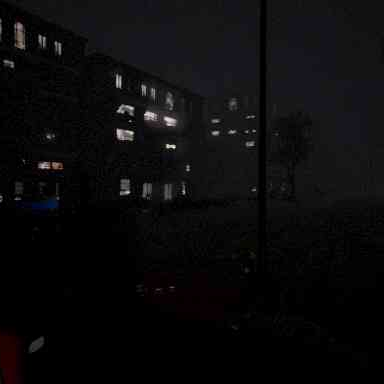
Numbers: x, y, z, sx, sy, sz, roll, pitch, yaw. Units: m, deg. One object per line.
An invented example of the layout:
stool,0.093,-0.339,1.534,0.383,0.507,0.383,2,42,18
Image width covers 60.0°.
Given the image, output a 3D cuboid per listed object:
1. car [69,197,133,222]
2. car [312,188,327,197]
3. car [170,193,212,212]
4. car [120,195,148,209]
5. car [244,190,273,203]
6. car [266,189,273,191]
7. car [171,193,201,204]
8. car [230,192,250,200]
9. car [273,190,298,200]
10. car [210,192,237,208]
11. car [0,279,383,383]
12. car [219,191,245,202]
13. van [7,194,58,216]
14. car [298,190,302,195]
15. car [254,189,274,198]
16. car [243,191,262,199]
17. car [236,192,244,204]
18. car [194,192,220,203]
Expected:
car,-6.664,1.329,23.749,1.947,1.339,4.313,2,2,35
car,29.070,0.009,75.595,2.150,2.045,5.566,1,1,35
car,-0.300,1.132,32.887,1.887,1.381,4.507,2,2,35
car,-6.656,1.061,33.909,1.882,1.535,5.008,1,1,35
car,9.248,0.876,46.598,2.008,1.369,4.403,2,2,35
car,15.655,0.424,60.361,2.097,1.767,4.553,1,1,36
car,-0.811,0.910,46.817,1.947,1.339,4.313,2,2,35
car,8.737,0.650,60.527,1.947,1.339,4.313,2,2,35
car,15.711,0.675,55.877,1.752,1.417,4.829,2,2,35
car,2.883,1.051,37.457,2.008,1.369,4.403,2,2,35
car,-0.316,1.544,3.096,4.507,1.381,1.887,0,0,36
car,6.291,0.708,52.368,1.882,1.535,5.008,1,1,35
van,-13.538,1.035,28.531,1.690,1.788,3.998,2,2,35
car,27.831,0.114,87.947,1.887,1.381,4.507,2,2,35
car,15.105,0.227,69.661,2.192,1.841,5.009,2,2,35
car,11.822,0.526,64.956,1.752,1.417,4.829,2,2,35
car,4.642,0.877,44.534,1.837,1.490,4.892,1,1,35
car,2.372,0.808,51.387,2.008,1.369,4.403,2,2,35
